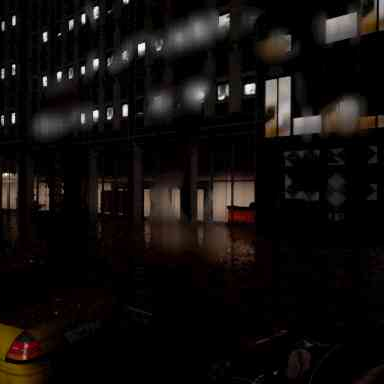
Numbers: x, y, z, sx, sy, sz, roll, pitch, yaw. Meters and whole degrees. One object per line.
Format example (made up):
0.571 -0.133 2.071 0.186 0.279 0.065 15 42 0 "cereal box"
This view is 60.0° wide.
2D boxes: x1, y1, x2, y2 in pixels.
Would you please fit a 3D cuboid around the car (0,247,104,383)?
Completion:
-3.085 1.524 5.075 4.829 1.417 1.752 0 1 36 "car"

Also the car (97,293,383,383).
1.673 1.440 1.666 4.097 1.590 1.967 0 1 36 "car"
